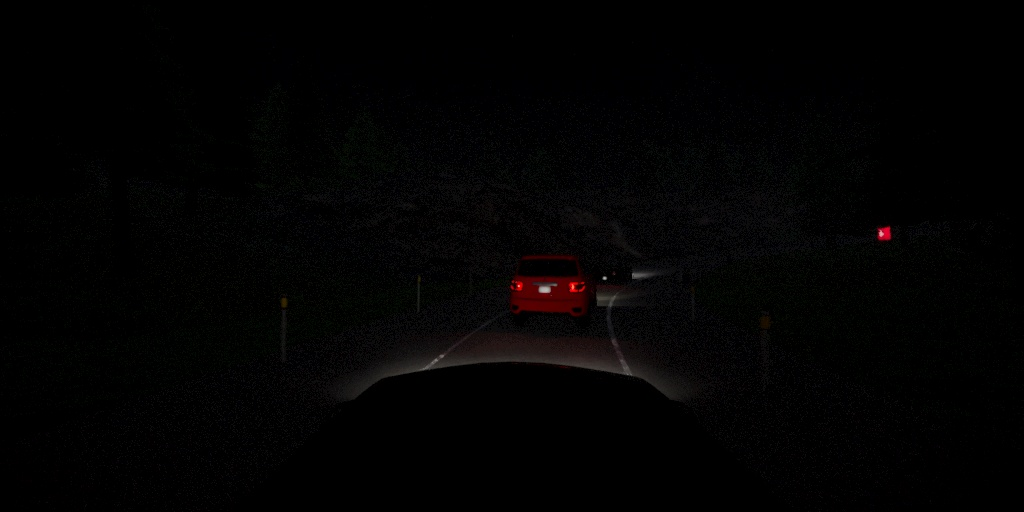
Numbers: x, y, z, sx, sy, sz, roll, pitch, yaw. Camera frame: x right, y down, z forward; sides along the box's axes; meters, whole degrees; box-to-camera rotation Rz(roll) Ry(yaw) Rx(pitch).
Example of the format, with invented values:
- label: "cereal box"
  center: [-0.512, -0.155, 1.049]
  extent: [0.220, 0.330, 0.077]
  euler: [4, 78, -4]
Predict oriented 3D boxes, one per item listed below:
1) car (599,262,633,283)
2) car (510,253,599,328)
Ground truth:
- label: "car"
  center: [7.130, 1.091, 25.215]
  extent: [1.895, 1.301, 4.718]
  euler: [0, 2, 30]
- label: "car"
  center: [1.532, 0.943, 11.639]
  extent: [2.150, 2.045, 5.566]
  euler: [0, 0, 15]
